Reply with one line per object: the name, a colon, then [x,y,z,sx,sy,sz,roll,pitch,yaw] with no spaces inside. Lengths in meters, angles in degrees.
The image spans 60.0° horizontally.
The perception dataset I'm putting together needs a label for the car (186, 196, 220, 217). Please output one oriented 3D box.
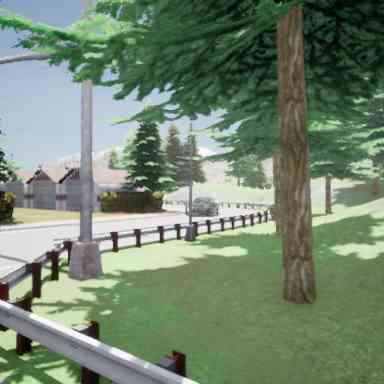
car: [1.008,1.215,29.437,2.097,1.767,4.553,0,0,17]
